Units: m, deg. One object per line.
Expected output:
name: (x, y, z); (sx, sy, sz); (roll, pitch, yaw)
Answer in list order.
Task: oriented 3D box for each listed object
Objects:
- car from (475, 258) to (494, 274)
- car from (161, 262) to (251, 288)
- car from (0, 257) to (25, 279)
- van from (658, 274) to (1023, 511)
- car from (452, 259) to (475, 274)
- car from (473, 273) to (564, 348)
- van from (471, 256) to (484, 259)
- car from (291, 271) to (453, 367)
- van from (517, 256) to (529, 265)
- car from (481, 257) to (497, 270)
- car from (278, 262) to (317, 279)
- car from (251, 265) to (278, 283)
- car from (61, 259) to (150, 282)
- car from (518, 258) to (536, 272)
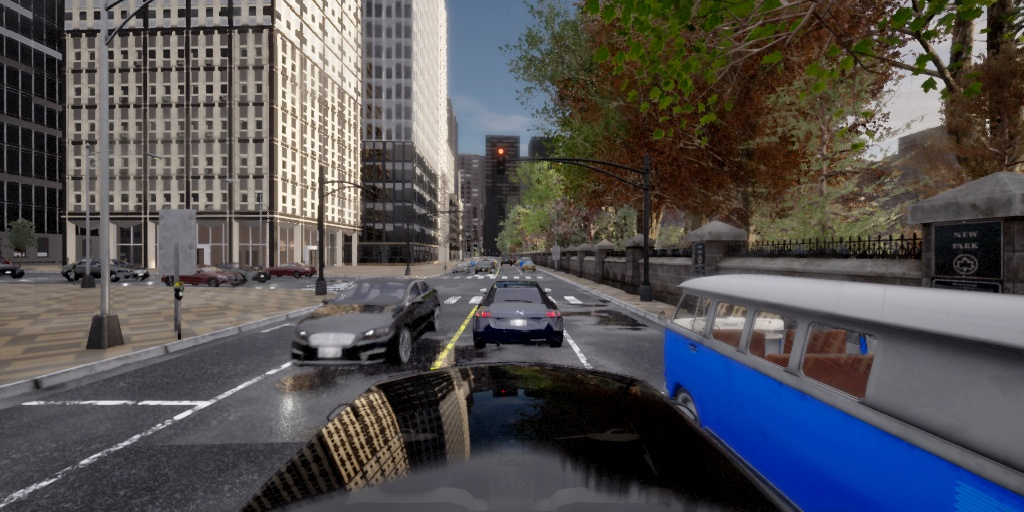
car: (-3.212, 1.242, 40.899); (1.837, 1.490, 4.892); (0, 0, -3)
car: (-18.150, 1.149, 21.011); (4.207, 1.307, 1.802); (0, 0, 4)
car: (-36.453, 0.916, 24.625); (4.181, 1.385, 1.994); (1, 0, 2)
van: (2.568, 1.091, 2.657); (1.690, 1.789, 3.998); (0, 0, 0)
car: (-5.628, 1.288, 40.326); (2.007, 1.370, 4.403); (0, 0, -1)
car: (0.101, 1.313, 9.238); (1.994, 1.385, 4.181); (0, 0, -1)
van: (-6.305, 1.063, 62.501); (1.690, 1.789, 3.998); (0, 0, -2)
car: (-2.854, 1.241, 8.066); (2.128, 1.511, 4.902); (0, 0, 0)
van: (2.012, 1.071, 51.749); (1.690, 1.789, 3.998); (0, 0, -1)
car: (-3.428, 1.294, 52.590); (1.994, 1.385, 4.181); (0, 0, -1)
car: (-18.083, 1.127, 29.125); (4.207, 1.307, 1.802); (0, 0, 4)
car: (-18.276, 1.123, 23.559); (4.181, 1.385, 1.994); (1, 0, 4)
car: (-27.258, 0.948, 24.125); (4.902, 1.511, 2.128); (1, 0, 3)
car: (2.134, 1.260, 46.376); (1.751, 1.417, 4.829); (0, 0, -1)
